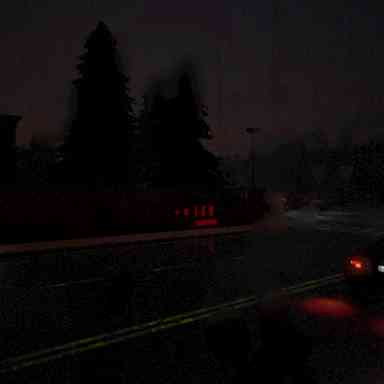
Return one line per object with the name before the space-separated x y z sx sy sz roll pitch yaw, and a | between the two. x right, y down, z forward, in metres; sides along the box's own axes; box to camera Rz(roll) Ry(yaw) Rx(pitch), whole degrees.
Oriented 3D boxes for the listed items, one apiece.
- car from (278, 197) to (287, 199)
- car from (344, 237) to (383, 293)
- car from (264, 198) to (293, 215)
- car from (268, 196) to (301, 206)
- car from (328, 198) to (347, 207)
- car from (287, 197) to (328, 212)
car | 8.288 1.477 39.426 1.882 1.535 5.008 0 0 -35
car | 5.788 1.547 7.900 5.357 1.411 2.033 0 0 -35
car | 7.611 1.600 34.309 1.895 1.301 4.718 0 0 -35
car | 15.071 1.476 54.451 1.882 1.535 5.008 0 0 -35
car | 21.559 1.563 51.322 1.994 1.385 4.181 0 0 -35
car | 12.921 1.351 38.928 2.097 1.767 4.553 0 0 -35
